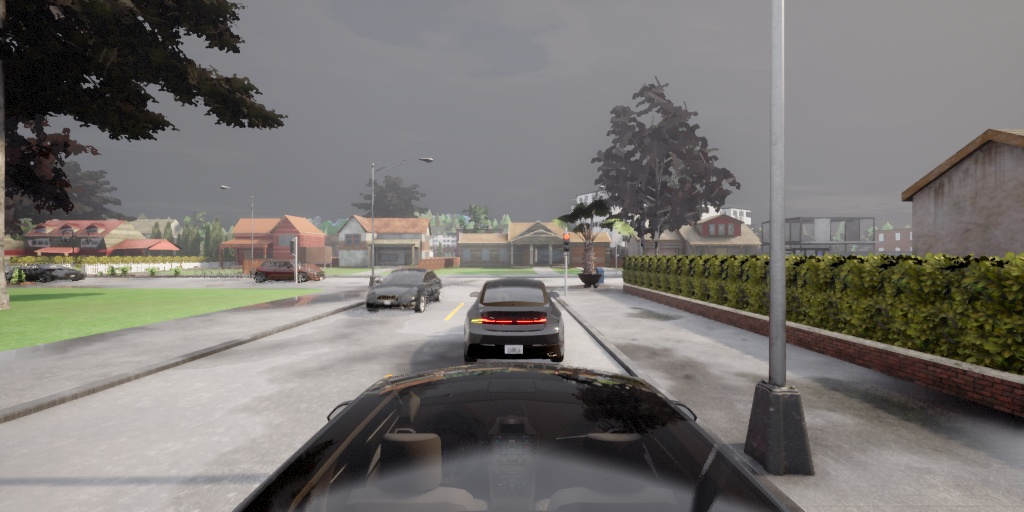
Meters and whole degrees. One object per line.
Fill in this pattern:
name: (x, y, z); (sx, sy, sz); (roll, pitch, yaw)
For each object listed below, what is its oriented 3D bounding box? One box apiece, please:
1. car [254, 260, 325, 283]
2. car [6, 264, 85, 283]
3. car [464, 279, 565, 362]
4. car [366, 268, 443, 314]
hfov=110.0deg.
car: (-16.525, 1.102, 26.835); (4.553, 1.767, 2.097); (0, 0, 0)
car: (-34.877, 1.314, 26.812); (4.181, 1.385, 1.994); (0, 0, 0)
car: (0.052, 1.255, 8.187); (1.837, 1.490, 4.892); (0, 0, 1)
car: (-3.964, 1.255, 13.961); (1.837, 1.490, 4.892); (0, 0, 1)
